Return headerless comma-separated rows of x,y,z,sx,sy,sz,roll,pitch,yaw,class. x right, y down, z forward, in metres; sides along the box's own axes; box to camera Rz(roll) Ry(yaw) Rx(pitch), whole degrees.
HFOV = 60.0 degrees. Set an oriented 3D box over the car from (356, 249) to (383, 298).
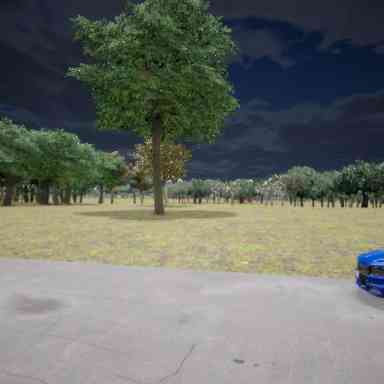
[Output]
5.954,1.494,6.469,5.008,1.535,1.882,0,-1,16,car
